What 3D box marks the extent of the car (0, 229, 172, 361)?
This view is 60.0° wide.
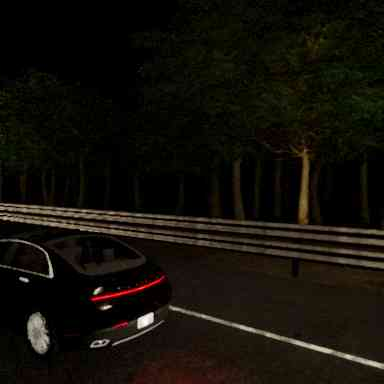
[{"bbox_3d":[-2.587,1.426,5.839,4.892,1.490,1.837,1,1,36],"label":"car"}]
